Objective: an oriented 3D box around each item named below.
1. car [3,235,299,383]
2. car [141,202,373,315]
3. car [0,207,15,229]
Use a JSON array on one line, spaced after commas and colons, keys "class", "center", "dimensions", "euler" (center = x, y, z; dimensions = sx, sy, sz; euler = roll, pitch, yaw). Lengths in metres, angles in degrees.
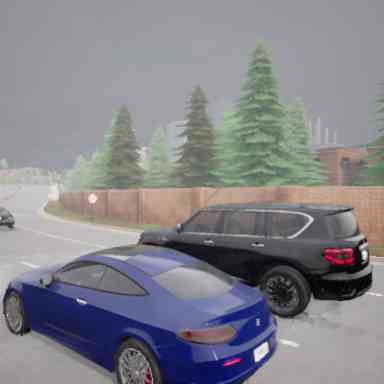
[{"class": "car", "center": [-1.053, 1.551, 5.013], "dimensions": [4.674, 1.442, 1.812], "euler": [0, 0, 38]}, {"class": "car", "center": [1.067, 1.257, 7.763], "dimensions": [5.566, 2.045, 2.150], "euler": [0, 0, 38]}, {"class": "car", "center": [-13.122, 1.665, 21.928], "dimensions": [2.033, 1.411, 5.357], "euler": [0, 0, -39]}]
